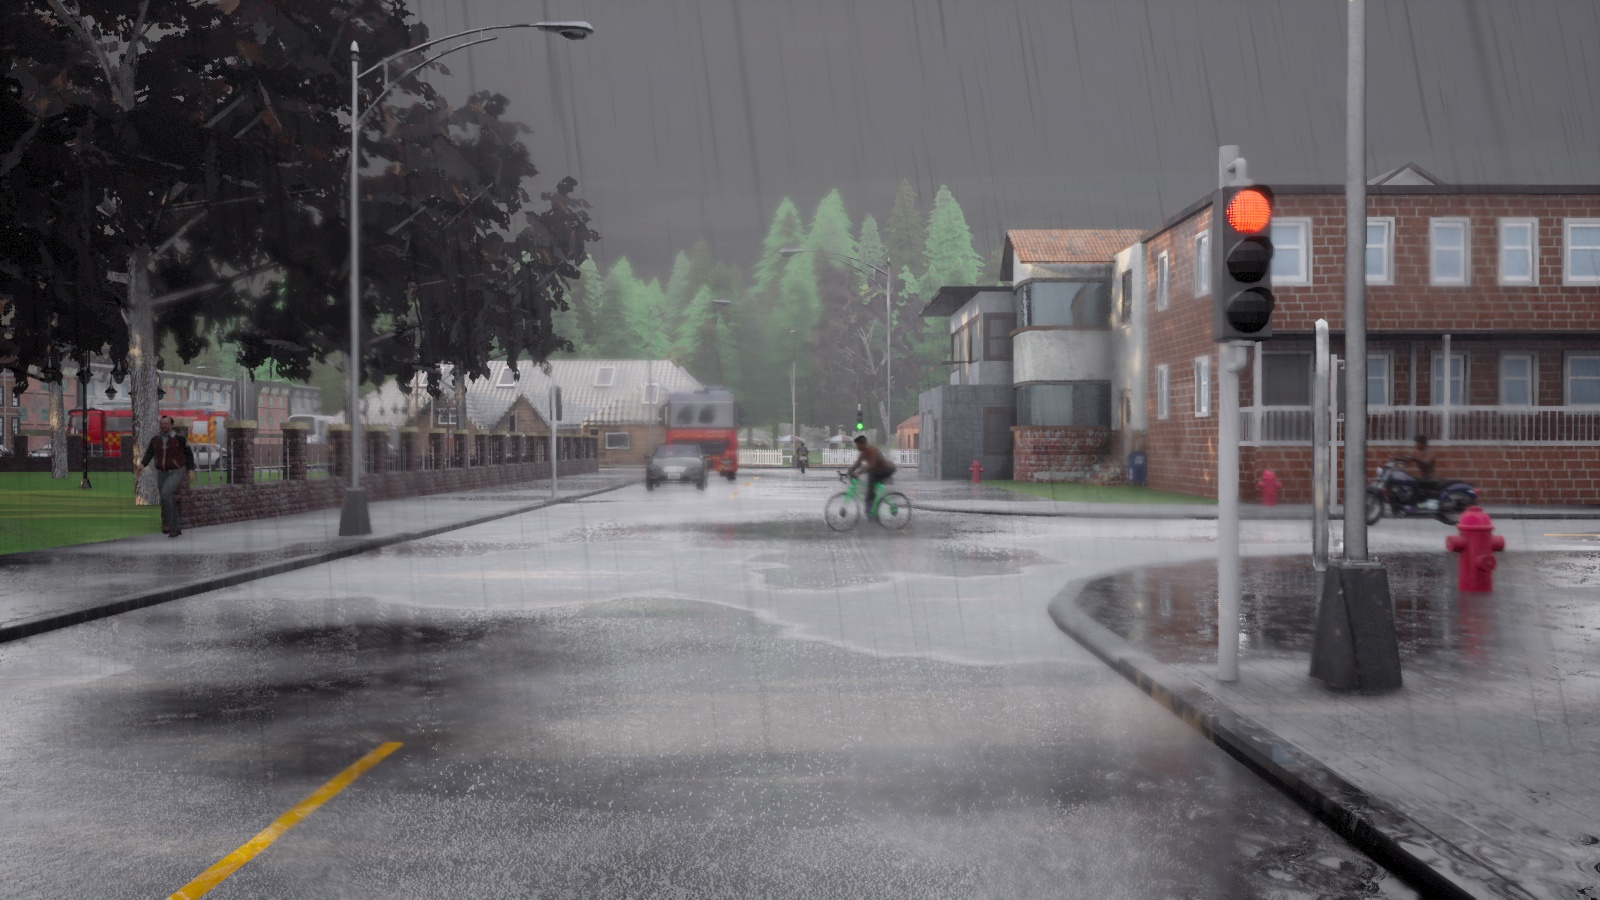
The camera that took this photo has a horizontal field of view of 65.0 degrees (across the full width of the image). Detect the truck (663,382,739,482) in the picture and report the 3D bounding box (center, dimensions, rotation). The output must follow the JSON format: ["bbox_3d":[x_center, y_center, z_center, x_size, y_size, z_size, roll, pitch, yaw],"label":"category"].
[{"bbox_3d":[-4.037,-0.718,52.503,2.891,3.827,8.468,0,0,-3],"label":"truck"}]

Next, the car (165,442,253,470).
[{"bbox_3d":[-31.765,0.305,67.616,3.806,1.475,1.970,0,0,-1],"label":"car"}]

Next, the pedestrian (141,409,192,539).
[{"bbox_3d":[-9.230,0.345,18.317,0.376,1.854,0.720,0,0,0],"label":"pedestrian"}]

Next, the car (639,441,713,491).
[{"bbox_3d":[-3.947,0.470,40.708,2.128,1.511,4.902,0,0,-3],"label":"car"}]

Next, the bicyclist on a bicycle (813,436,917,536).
[{"bbox_3d":[1.090,0.581,21.047,1.656,1.620,0.582,0,2,-25],"label":"bicyclist on a bicycle"}]

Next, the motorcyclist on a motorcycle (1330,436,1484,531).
[{"bbox_3d":[10.722,0.580,22.219,2.350,1.649,0.766,0,0,0],"label":"motorcyclist on a motorcycle"}]

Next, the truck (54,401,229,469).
[{"bbox_3d":[-37.500,-0.853,71.683,8.468,3.827,2.891,0,0,0],"label":"truck"}]
